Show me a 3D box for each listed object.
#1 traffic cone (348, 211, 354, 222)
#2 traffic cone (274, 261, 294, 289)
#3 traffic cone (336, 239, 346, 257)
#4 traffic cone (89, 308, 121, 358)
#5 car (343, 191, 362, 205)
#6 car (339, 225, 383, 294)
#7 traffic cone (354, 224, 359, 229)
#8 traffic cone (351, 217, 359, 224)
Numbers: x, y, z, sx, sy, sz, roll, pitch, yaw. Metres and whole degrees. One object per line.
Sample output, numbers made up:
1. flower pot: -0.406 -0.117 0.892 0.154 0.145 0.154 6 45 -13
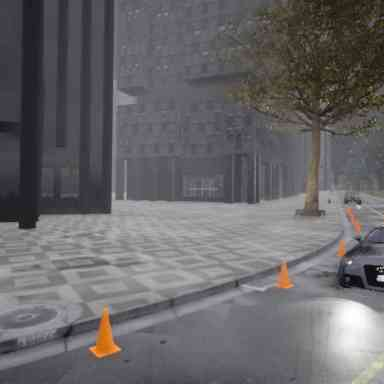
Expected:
1. traffic cone: 11.718 1.856 24.206 0.340 0.580 0.340 0 1 23
2. traffic cone: 2.185 1.940 7.881 0.340 0.580 0.340 0 0 44
3. traffic cone: 5.182 1.925 11.445 0.340 0.580 0.340 0 0 36
4. traffic cone: -1.235 1.953 4.721 0.340 0.580 0.340 0 0 -39
5. car: 24.632 0.834 51.232 2.150 2.045 5.566 0 1 23
6. car: 5.121 1.549 8.175 1.994 1.385 4.181 0 0 39
7. traffic cone: 7.705 1.908 15.359 0.340 0.580 0.340 0 0 29
8. traffic cone: 9.746 1.885 19.611 0.340 0.580 0.340 0 1 23
